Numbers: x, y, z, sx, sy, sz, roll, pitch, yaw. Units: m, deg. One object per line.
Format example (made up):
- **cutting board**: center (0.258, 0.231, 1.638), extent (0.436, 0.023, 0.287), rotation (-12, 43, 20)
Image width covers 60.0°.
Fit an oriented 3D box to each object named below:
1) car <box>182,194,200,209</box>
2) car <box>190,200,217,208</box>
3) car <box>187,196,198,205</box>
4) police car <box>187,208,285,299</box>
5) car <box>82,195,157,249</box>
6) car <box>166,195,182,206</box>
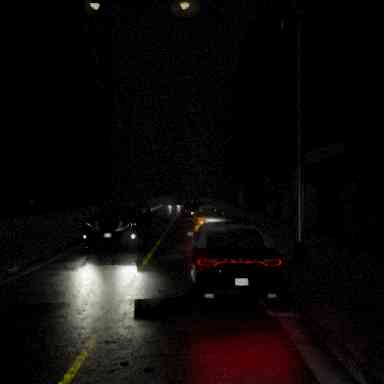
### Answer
- **car**: center (0.030, 1.407, 46.599), extent (2.097, 1.767, 4.553), rotation (0, 0, 0)
- **car**: center (0.906, 1.466, 18.700), extent (1.801, 1.575, 5.366), rotation (0, 0, 0)
- **car**: center (0.019, 1.565, 60.343), extent (1.882, 1.535, 5.008), rotation (0, 0, 0)
- **police car**: center (0.903, 1.429, 8.619), extent (1.930, 1.638, 5.238), rotation (0, 0, 0)
- **car**: center (-3.097, 1.228, 14.976), extent (2.150, 2.045, 5.566), rotation (0, 0, 0)
- **car**: center (-3.058, 1.608, 58.564), extent (1.812, 1.442, 4.674), rotation (0, 0, 0)
